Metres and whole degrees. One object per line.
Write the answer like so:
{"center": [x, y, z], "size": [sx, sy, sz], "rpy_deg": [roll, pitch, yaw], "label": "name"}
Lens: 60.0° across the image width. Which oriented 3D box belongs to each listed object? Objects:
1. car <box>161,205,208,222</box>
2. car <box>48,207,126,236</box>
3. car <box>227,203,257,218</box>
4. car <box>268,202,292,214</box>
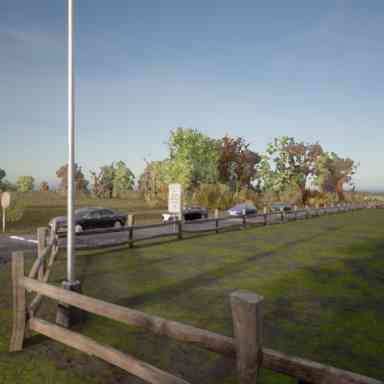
{"center": [-0.538, 1.800, 27.635], "size": [2.128, 1.511, 4.902], "rpy_deg": [1, 0, 36], "label": "car"}
{"center": [-6.109, 1.677, 19.869], "size": [1.837, 1.490, 4.892], "rpy_deg": [1, 0, 35], "label": "car"}
{"center": [5.511, 1.982, 36.012], "size": [1.812, 1.442, 4.674], "rpy_deg": [1, 0, 36], "label": "car"}
{"center": [11.875, 2.118, 44.749], "size": [1.837, 1.490, 4.892], "rpy_deg": [1, 0, 37], "label": "car"}
